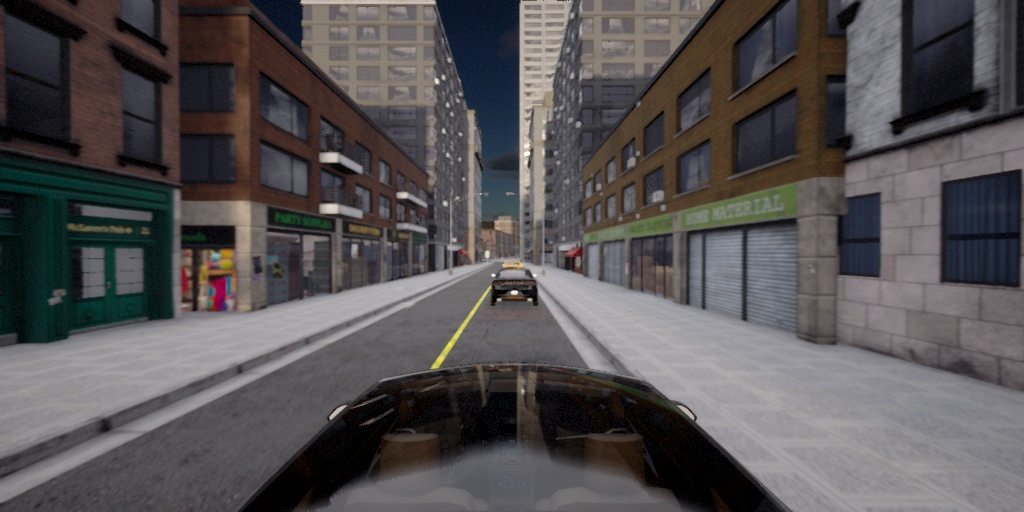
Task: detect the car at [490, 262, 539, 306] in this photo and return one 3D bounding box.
[{"bbox_3d":[0.096,1.211,15.790,1.882,1.535,5.008,0,0,0],"label":"car"}]
